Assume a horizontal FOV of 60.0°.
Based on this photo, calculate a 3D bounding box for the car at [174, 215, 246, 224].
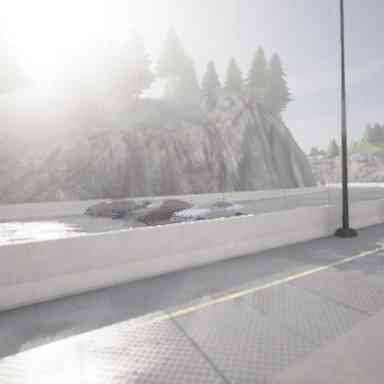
[{"bbox_3d":[1.003,1.144,18.215,4.674,1.442,1.812,-3,2,-40],"label":"car"}]
